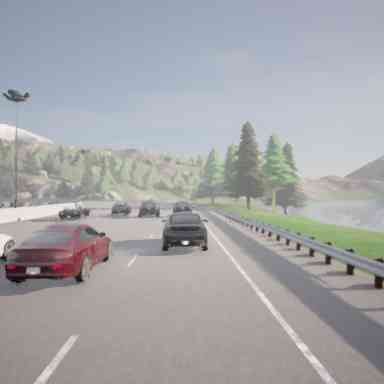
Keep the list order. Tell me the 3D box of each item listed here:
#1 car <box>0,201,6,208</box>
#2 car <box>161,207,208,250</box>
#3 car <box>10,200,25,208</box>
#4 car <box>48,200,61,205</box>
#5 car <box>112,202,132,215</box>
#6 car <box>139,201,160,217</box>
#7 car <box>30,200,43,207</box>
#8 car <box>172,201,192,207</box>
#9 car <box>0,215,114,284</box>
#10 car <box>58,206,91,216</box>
[{"bbox_3d":[-37.578,2.380,64.279,1.994,1.385,4.181,0,-1,-15],"label":"car"},{"bbox_3d":[-0.323,1.677,15.108,1.837,1.490,4.892,0,0,-2],"label":"car"},{"bbox_3d":[-34.239,2.303,65.330,1.882,1.535,5.008,0,-1,-15],"label":"car"},{"bbox_3d":[-26.987,2.349,65.452,2.033,1.411,5.357,0,-1,-15],"label":"car"},{"bbox_3d":[-8.276,1.959,39.355,2.128,1.511,4.902,0,-1,-4],"label":"car"},{"bbox_3d":[-4.595,1.774,36.553,2.097,1.767,4.553,0,-1,-3],"label":"car"},{"bbox_3d":[-30.666,2.348,65.581,1.812,1.442,4.674,0,-1,-15],"label":"car"},{"bbox_3d":[-1.096,1.762,36.644,2.097,1.767,4.553,0,-1,-3],"label":"car"},{"bbox_3d":[-3.680,1.650,9.892,1.812,1.442,4.674,0,-1,-2],"label":"car"},{"bbox_3d":[-11.383,2.005,32.700,1.895,1.301,4.718,0,-1,-2],"label":"car"}]
